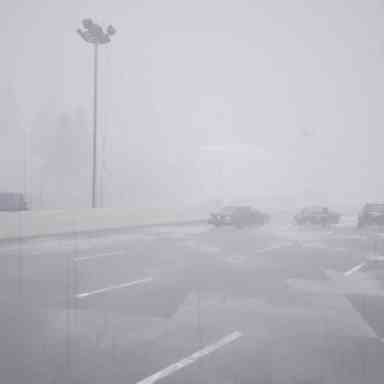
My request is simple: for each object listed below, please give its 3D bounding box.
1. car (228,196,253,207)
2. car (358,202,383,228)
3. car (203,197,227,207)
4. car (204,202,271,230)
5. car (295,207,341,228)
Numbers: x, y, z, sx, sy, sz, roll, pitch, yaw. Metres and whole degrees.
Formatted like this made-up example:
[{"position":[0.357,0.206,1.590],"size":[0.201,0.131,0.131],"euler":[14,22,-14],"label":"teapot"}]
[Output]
[{"position":[7.717,1.498,52.382],"size":[2.128,1.511,4.902],"euler":[1,1,32],"label":"car"},{"position":[12.616,1.471,22.251],"size":[2.097,1.767,4.553],"euler":[1,0,37],"label":"car"},{"position":[3.726,1.481,53.012],"size":[1.812,1.442,4.674],"euler":[1,0,33],"label":"car"},{"position":[3.132,1.548,21.331],"size":[2.033,1.411,5.357],"euler":[1,0,38],"label":"car"},{"position":[8.790,1.671,22.923],"size":[1.895,1.301,4.718],"euler":[1,0,37],"label":"car"}]
